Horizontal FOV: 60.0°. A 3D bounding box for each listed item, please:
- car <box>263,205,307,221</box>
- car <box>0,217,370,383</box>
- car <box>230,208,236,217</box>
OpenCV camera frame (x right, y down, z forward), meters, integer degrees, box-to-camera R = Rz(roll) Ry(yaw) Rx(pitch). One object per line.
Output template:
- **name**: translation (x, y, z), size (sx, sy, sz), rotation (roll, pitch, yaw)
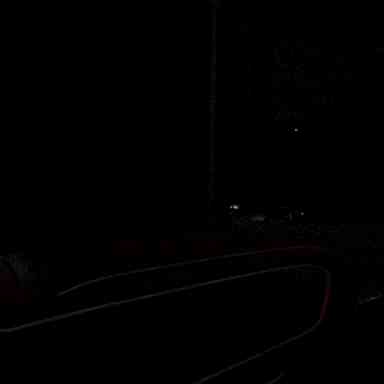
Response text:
- **car**: translation (8.705, 1.950, 31.336), size (1.994, 1.385, 4.181), rotation (2, -2, -35)
- **car**: translation (-0.787, 1.316, 2.221), size (5.009, 1.841, 2.192), rotation (0, 1, -35)
- **car**: translation (2.501, 1.924, 34.967), size (2.128, 1.511, 4.902), rotation (2, -2, -36)
